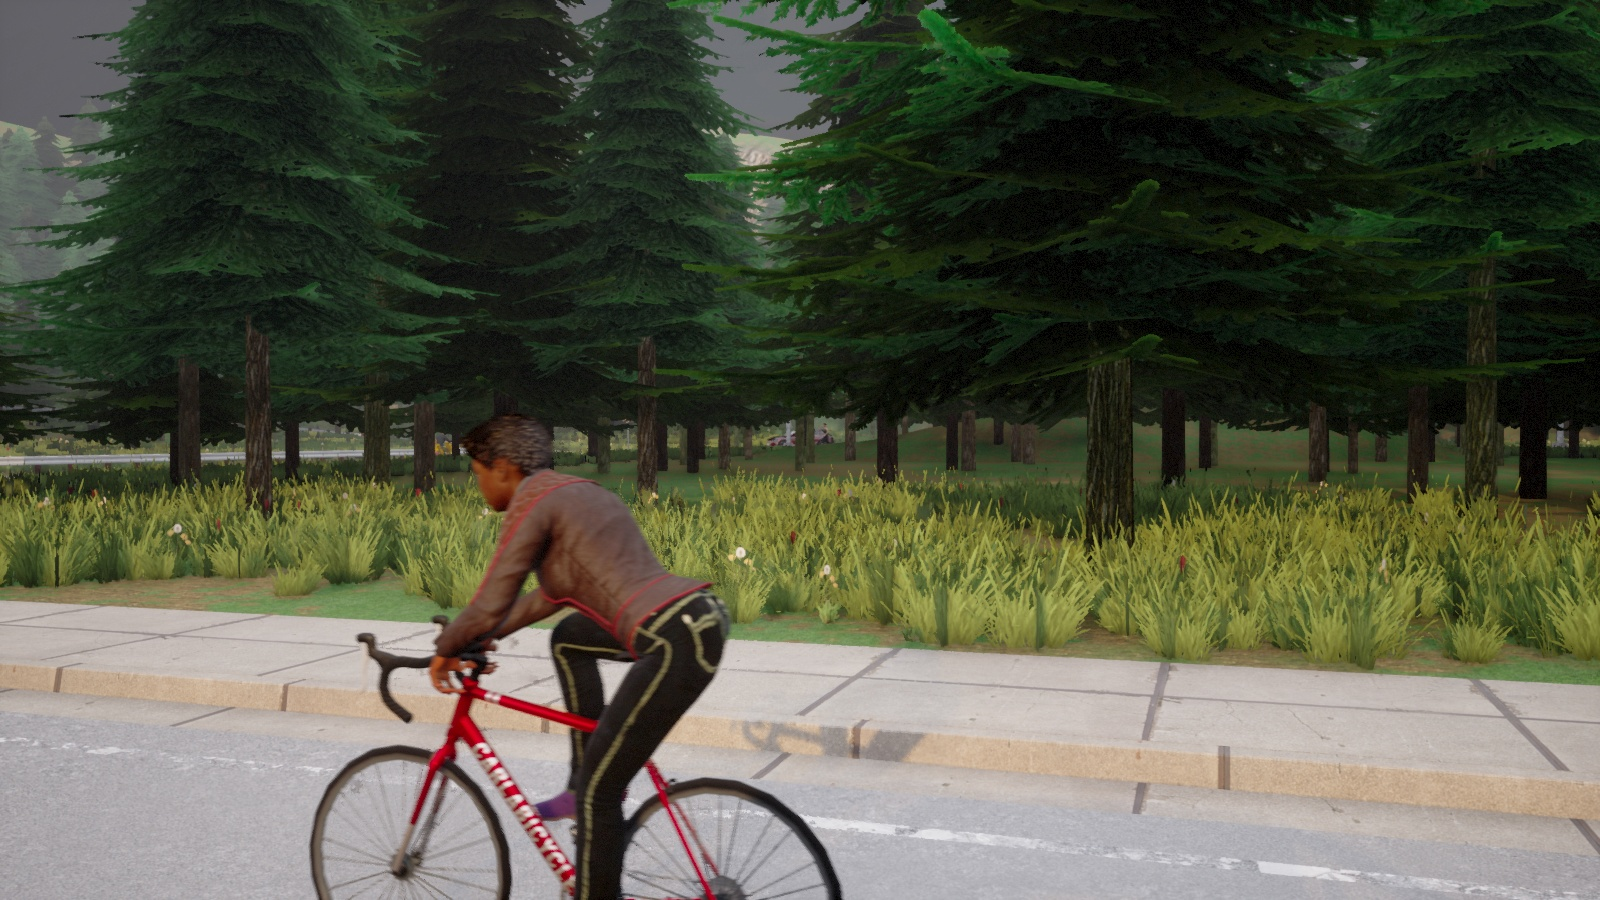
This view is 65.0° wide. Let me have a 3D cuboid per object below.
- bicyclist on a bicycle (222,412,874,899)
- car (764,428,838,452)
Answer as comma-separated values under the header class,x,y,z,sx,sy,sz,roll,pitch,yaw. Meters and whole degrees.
class,x,y,z,sx,sy,sz,roll,pitch,yaw
bicyclist on a bicycle,-0.689,0.721,3.425,1.656,1.620,0.582,1,1,19
car,0.050,-0.695,88.990,4.856,1.649,2.033,0,1,-19
